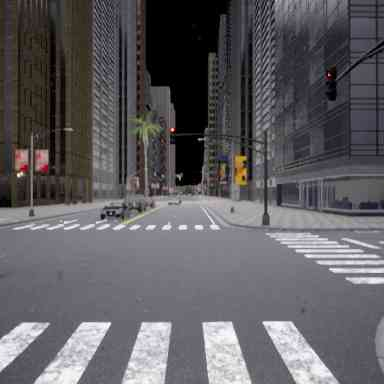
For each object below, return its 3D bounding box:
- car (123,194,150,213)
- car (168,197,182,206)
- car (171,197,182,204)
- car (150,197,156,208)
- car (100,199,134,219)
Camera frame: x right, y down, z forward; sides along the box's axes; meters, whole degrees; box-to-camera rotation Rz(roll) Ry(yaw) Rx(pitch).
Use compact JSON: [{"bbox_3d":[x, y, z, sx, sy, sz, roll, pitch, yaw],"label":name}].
[{"bbox_3d":[-6.657,1.291,38.494,2.150,2.045,5.566,0,0,0],"label":"car"},{"bbox_3d":[-3.241,1.751,59.847,1.895,1.301,4.718,0,0,0],"label":"car"},{"bbox_3d":[-3.255,1.753,69.742,1.994,1.385,4.181,0,0,0],"label":"car"},{"bbox_3d":[-6.662,1.461,49.428,2.097,1.767,4.553,0,0,0],"label":"car"},{"bbox_3d":[-6.642,1.613,29.175,1.994,1.385,4.181,0,0,0],"label":"car"}]
